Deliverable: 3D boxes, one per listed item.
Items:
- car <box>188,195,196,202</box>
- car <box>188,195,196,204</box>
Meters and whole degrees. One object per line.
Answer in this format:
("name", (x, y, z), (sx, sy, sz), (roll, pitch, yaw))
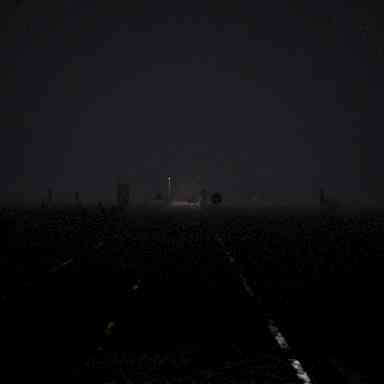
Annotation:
("car", (-0.049, 1.827, 93.262), (2.150, 2.045, 5.566), (0, 0, 0))
("car", (-0.043, 1.991, 83.195), (2.097, 1.767, 4.553), (0, 0, 0))
